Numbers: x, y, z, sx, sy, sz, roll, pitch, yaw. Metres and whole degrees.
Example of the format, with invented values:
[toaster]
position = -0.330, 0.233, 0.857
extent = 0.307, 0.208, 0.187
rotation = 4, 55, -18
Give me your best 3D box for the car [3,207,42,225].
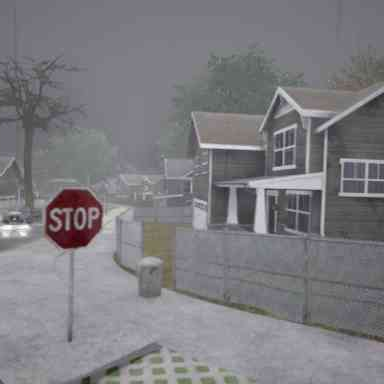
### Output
[car]
position = -13.974, 1.931, 27.679
extent = 1.994, 1.385, 4.181
rotation = 1, -1, -8
